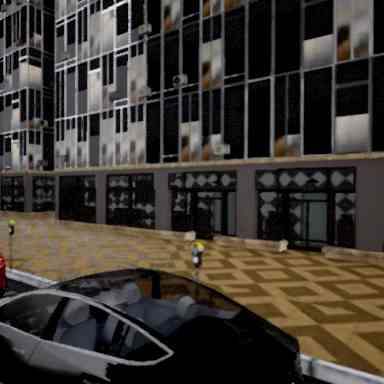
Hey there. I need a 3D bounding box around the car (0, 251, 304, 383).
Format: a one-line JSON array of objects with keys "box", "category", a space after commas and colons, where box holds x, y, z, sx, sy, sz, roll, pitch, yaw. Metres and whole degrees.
[{"box": [-1.014, 1.528, 3.598, 4.313, 1.339, 1.947, 1, 0, 35], "category": "car"}]
